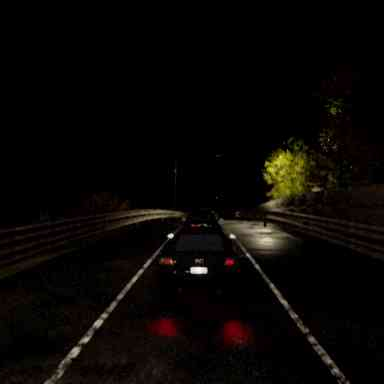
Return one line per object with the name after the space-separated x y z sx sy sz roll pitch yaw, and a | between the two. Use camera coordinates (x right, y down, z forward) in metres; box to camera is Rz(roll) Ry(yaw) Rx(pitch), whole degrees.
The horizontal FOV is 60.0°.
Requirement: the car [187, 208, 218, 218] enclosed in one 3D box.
0.517 1.722 16.738 1.837 1.490 4.892 0 -2 2 | car

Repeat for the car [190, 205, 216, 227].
0.948 2.007 28.550 2.097 1.767 4.553 0 -3 2 | car

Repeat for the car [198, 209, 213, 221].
1.885 3.212 45.601 1.882 1.535 5.008 0 -4 5 | car

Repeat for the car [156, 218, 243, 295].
0.254 1.633 8.961 1.994 1.385 4.181 0 -1 3 | car

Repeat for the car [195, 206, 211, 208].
0.720 1.890 22.521 2.128 1.511 4.902 0 -2 2 | car

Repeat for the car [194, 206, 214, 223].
1.355 2.448 36.495 2.097 1.767 4.553 0 -4 4 | car
